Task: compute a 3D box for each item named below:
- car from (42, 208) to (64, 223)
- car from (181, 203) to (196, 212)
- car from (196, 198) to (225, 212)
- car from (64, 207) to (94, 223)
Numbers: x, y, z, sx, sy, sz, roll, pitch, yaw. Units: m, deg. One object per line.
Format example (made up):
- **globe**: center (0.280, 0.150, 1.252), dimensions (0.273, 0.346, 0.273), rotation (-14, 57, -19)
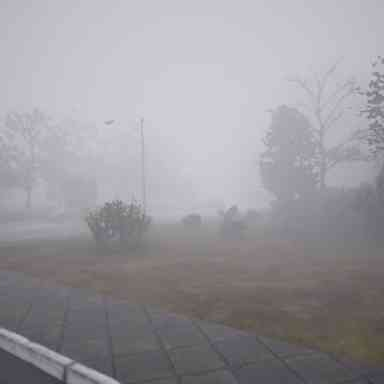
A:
- **car**: center (-13.018, 2.359, 34.320), dimensions (1.812, 1.442, 4.674), rotation (-3, -2, 32)
- **car**: center (0.370, 2.516, 55.477), dimensions (2.033, 1.411, 5.357), rotation (-3, -2, 32)
- **car**: center (3.411, 2.060, 53.762), dimensions (2.150, 2.045, 5.566), rotation (-3, -2, 32)
- **car**: center (-9.679, 2.190, 33.057), dimensions (2.128, 1.511, 4.902), rotation (-3, -2, 32)
